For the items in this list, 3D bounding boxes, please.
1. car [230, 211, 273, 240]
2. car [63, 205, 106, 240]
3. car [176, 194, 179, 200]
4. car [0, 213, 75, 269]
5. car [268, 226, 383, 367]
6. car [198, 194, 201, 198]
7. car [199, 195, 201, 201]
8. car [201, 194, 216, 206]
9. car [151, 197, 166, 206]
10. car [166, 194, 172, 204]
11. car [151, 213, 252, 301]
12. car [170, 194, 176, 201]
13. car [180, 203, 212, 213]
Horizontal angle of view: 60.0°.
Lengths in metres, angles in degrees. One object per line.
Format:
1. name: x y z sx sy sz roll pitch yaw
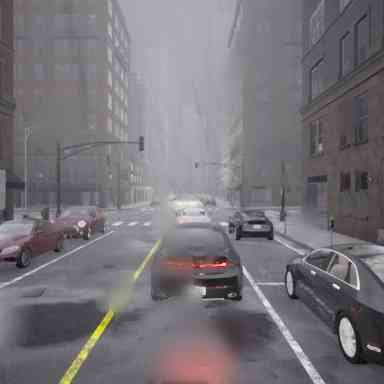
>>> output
1. car: 2.856 1.566 16.636 1.947 1.339 4.313 0 0 0
2. car: -5.669 1.440 16.637 1.967 1.590 4.097 0 0 0
3. car: -5.563 1.453 91.600 2.192 1.841 5.009 0 0 0
4. car: -5.670 1.582 11.136 1.802 1.307 4.206 0 0 0
5. car: 2.856 1.550 5.634 2.008 1.369 4.403 0 0 0
6. car: 2.932 1.521 75.362 1.967 1.590 4.097 0 0 0
7. car: 2.913 1.604 64.544 2.008 1.369 4.403 0 0 0
8. car: 2.892 1.474 53.727 1.967 1.590 4.097 0 0 0
9. car: -5.632 1.615 53.740 1.802 1.307 4.206 0 0 0
10. car: -5.612 1.604 64.557 2.008 1.369 4.403 0 0 0
11. car: 0.098 1.504 8.301 1.837 1.490 4.892 0 0 0
12. car: -5.582 1.622 80.613 1.752 1.417 4.829 0 0 0
13. car: 0.083 1.526 17.449 1.812 1.442 4.674 0 0 -1
